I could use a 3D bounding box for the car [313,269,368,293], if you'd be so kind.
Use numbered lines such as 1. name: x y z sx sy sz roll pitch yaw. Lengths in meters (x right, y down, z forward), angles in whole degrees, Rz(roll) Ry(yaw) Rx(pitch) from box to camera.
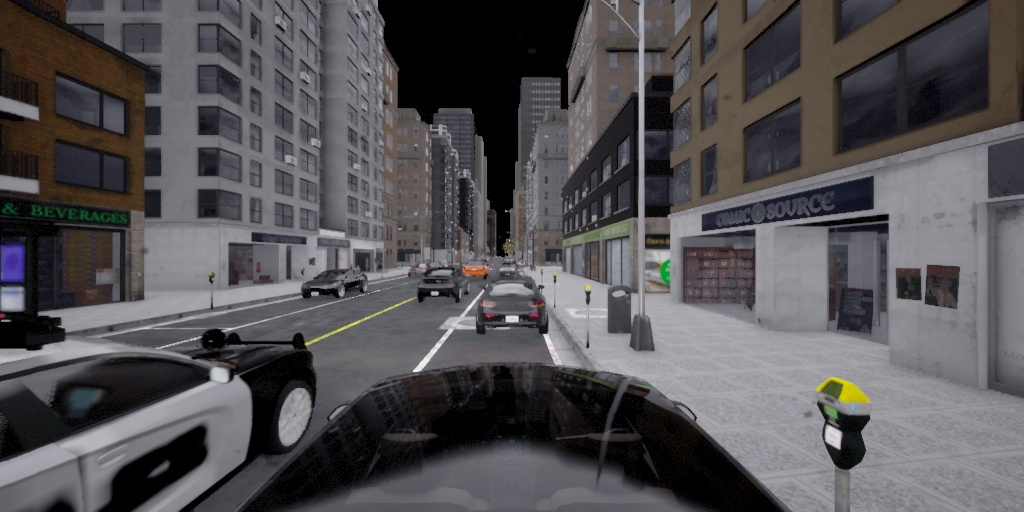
1. car: -8.813 1.316 18.202 1.948 1.339 4.313 0 0 0

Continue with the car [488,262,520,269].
1. car: -0.288 1.301 23.738 2.007 1.370 4.403 0 0 0

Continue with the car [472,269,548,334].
1. car: 0.003 1.275 10.500 1.812 1.442 4.674 0 0 0

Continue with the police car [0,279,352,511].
1. police car: -3.145 1.175 2.178 1.930 1.638 5.238 0 0 0

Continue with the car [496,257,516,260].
1. car: -0.288 1.065 40.309 2.192 1.841 5.009 0 0 0

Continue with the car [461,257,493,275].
1. car: -3.145 1.101 31.825 2.097 1.767 4.553 0 0 0

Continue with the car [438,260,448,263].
1. car: -8.814 1.317 40.303 1.948 1.339 4.313 0 0 0

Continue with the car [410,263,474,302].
1. car: -3.142 1.258 17.054 1.837 1.490 4.892 0 0 0

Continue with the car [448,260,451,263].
1. car: -8.814 1.191 45.828 1.967 1.591 4.097 0 0 0

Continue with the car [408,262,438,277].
1. car: -8.814 1.333 34.778 1.802 1.307 4.207 0 0 0
